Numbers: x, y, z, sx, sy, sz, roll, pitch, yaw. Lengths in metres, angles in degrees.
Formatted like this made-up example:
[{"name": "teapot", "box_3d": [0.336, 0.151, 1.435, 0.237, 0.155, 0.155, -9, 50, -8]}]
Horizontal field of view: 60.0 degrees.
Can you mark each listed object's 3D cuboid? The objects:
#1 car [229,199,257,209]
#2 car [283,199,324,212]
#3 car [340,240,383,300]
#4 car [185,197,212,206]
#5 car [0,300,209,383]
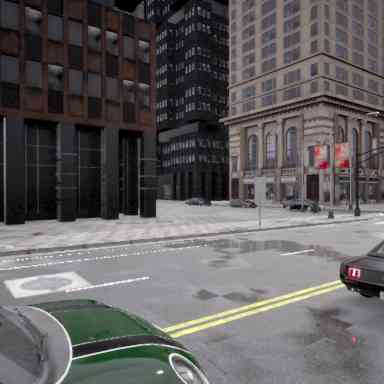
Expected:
[{"name": "car", "box_3d": [7.050, 1.601, 46.215, 1.994, 1.385, 4.181, 0, 0, -36]}, {"name": "car", "box_3d": [12.717, 1.517, 38.213, 2.128, 1.511, 4.902, 0, 0, -35]}, {"name": "car", "box_3d": [5.347, 1.601, 7.255, 4.718, 1.301, 1.895, 0, 0, -35]}, {"name": "car", "box_3d": [0.986, 1.597, 54.809, 2.033, 1.411, 5.357, 0, 0, -36]}, {"name": "car", "box_3d": [-1.997, 1.352, 2.014, 4.553, 1.767, 2.097, 0, 0, -35]}]
